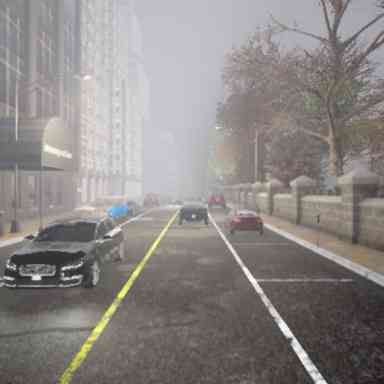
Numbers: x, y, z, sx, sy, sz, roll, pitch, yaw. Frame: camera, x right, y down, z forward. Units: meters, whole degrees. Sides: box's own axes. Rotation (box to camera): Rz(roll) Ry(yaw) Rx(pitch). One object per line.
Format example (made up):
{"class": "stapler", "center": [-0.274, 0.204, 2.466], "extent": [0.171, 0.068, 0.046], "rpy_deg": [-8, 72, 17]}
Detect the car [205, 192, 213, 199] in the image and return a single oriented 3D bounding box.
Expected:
{"class": "car", "center": [3.944, 0.835, 77.660], "extent": [1.967, 1.590, 4.097], "rpy_deg": [1, 1, 2]}

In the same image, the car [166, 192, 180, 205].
{"class": "car", "center": [-2.572, 1.128, 49.781], "extent": [2.128, 1.511, 4.902], "rpy_deg": [0, 0, 2]}

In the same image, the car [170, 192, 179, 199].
{"class": "car", "center": [-4.289, 0.785, 83.384], "extent": [1.967, 1.590, 4.097], "rpy_deg": [1, 1, 2]}

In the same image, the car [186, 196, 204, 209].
{"class": "car", "center": [0.402, 1.249, 41.645], "extent": [2.033, 1.411, 5.357], "rpy_deg": [0, 0, 1]}

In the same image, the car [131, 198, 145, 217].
{"class": "car", "center": [-5.655, 1.365, 29.010], "extent": [1.947, 1.339, 4.313], "rpy_deg": [1, 0, 1]}

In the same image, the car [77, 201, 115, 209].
{"class": "car", "center": [-5.694, 1.405, 17.738], "extent": [1.752, 1.417, 4.829], "rpy_deg": [0, 0, 0]}

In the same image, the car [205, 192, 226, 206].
{"class": "car", "center": [2.936, 1.035, 39.324], "extent": [2.192, 1.841, 5.009], "rpy_deg": [1, 0, 2]}

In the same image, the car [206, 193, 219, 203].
{"class": "car", "center": [3.367, 1.026, 55.754], "extent": [1.967, 1.590, 4.097], "rpy_deg": [1, 0, 2]}

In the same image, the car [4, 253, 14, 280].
{"class": "car", "center": [-5.830, 1.520, 6.788], "extent": [1.947, 1.339, 4.313], "rpy_deg": [0, 0, 0]}

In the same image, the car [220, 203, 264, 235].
{"class": "car", "center": [2.695, 1.463, 17.642], "extent": [1.802, 1.307, 4.206], "rpy_deg": [0, 0, 0]}

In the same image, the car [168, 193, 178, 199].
{"class": "car", "center": [-4.434, 0.946, 77.912], "extent": [2.008, 1.369, 4.403], "rpy_deg": [1, 1, 2]}

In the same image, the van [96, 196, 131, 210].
{"class": "van", "center": [-5.684, 1.181, 23.466], "extent": [1.690, 1.788, 3.998], "rpy_deg": [1, 0, 0]}

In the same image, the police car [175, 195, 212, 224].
{"class": "police car", "center": [0.108, 1.267, 23.081], "extent": [1.930, 1.638, 5.238], "rpy_deg": [0, 1, 0]}

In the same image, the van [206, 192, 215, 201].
{"class": "van", "center": [3.657, 0.833, 66.707], "extent": [1.690, 1.788, 3.998], "rpy_deg": [1, 1, 2]}

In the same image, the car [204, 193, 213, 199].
{"class": "car", "center": [4.087, 0.911, 83.139], "extent": [1.947, 1.339, 4.313], "rpy_deg": [1, 1, 2]}

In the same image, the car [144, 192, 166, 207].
{"class": "car", "center": [-5.296, 0.990, 45.077], "extent": [2.192, 1.841, 5.009], "rpy_deg": [1, 0, 2]}

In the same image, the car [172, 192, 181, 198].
{"class": "car", "center": [-4.145, 0.734, 88.856], "extent": [1.967, 1.590, 4.097], "rpy_deg": [1, 1, 2]}

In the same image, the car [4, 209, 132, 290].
{"class": "car", "center": [-3.100, 1.444, 9.061], "extent": [1.837, 1.490, 4.892], "rpy_deg": [0, 0, 0]}
